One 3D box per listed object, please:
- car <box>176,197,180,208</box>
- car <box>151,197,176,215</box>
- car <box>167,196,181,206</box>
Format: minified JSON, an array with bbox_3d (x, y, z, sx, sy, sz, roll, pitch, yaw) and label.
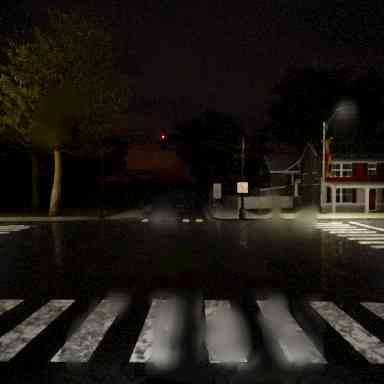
[{"bbox_3d":[-2.933,1.460,44.119,1.837,1.490,4.892,0,0,0],"label":"car"},{"bbox_3d":[-2.973,1.447,33.816,1.882,1.535,5.008,0,0,0],"label":"car"},{"bbox_3d":[-2.889,1.484,54.747,2.033,1.411,5.357,0,0,0],"label":"car"}]
